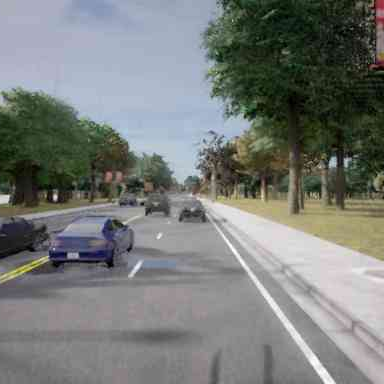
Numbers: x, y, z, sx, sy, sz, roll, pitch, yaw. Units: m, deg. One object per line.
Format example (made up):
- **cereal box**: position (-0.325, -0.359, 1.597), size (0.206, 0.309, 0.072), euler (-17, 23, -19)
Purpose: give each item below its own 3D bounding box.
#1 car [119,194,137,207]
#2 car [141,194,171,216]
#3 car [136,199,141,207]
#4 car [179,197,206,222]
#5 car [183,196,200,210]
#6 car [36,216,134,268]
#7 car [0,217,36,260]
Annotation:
- **car**: position (-10.080, 1.283, 52.842), size (2.150, 2.045, 5.566), euler (0, 0, 0)
- **car**: position (-3.262, 1.237, 32.463), size (2.150, 2.045, 5.566), euler (0, 0, -1)
- **car**: position (-6.819, 1.657, 50.941), size (1.895, 1.301, 4.718), euler (0, 0, 0)
- **car**: position (0.029, 1.360, 26.811), size (2.097, 1.767, 4.553), euler (0, 0, 0)
- **car**: position (-0.111, 1.389, 43.821), size (2.097, 1.767, 4.553), euler (0, 0, 0)
- **car**: position (-3.163, 1.525, 11.141), size (1.812, 1.442, 4.674), euler (0, 0, 0)
- **car**: position (-6.614, 1.547, 11.025), size (2.033, 1.411, 5.357), euler (0, 0, 0)
